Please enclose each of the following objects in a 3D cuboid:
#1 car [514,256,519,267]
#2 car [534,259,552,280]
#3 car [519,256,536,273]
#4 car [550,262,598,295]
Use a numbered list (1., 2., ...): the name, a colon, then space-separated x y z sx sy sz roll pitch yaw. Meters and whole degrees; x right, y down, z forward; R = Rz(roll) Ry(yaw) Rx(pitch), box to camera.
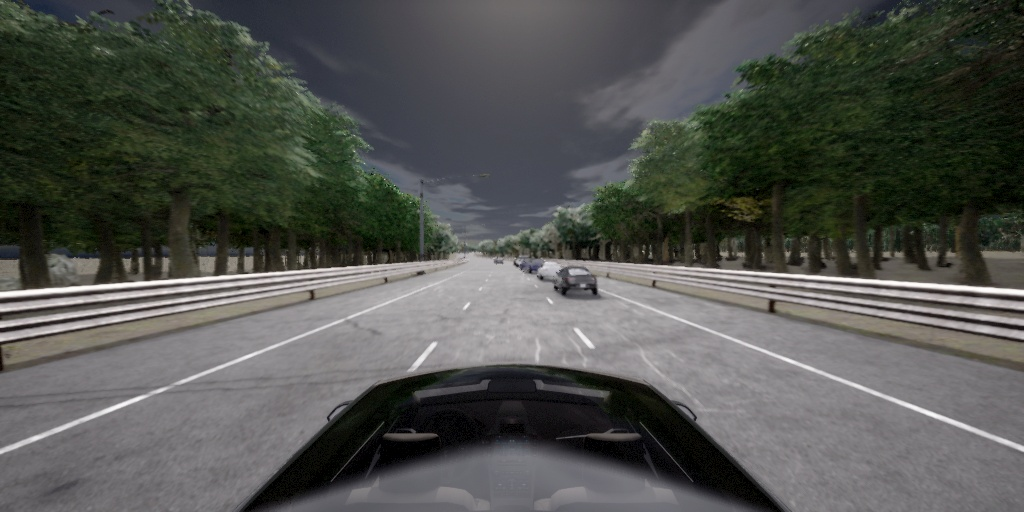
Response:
1. car: 1.962 0.958 63.881 2.150 2.045 5.566 0 0 -3
2. car: 3.184 1.246 30.634 1.812 1.442 4.674 0 0 -1
3. car: 2.583 1.074 42.211 2.097 1.767 4.553 0 0 -11
4. car: 3.388 1.251 19.555 1.812 1.442 4.674 0 0 -1
